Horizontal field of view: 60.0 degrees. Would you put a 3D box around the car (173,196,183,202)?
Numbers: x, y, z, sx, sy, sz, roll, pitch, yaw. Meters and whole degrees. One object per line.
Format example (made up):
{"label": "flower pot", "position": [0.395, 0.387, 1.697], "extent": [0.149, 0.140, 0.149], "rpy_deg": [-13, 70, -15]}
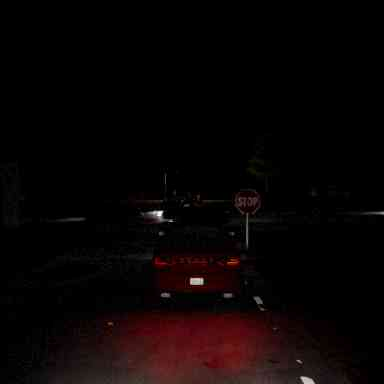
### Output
{"label": "car", "position": [-3.173, 1.614, 75.683], "extent": [1.994, 1.385, 4.181], "rpy_deg": [0, 0, 0]}

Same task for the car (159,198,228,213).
{"label": "car", "position": [0.294, 1.433, 25.184], "extent": [5.008, 1.535, 1.882], "rpy_deg": [-1, 0, 0]}

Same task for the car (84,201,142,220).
{"label": "car", "position": [-6.816, 1.586, 28.864], "extent": [4.892, 1.490, 1.837], "rpy_deg": [0, 1, 0]}

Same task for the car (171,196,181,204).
{"label": "car", "position": [-3.105, 1.516, 65.524], "extent": [1.882, 1.535, 5.008], "rpy_deg": [0, 0, 0]}

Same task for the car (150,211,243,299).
{"label": "car", "position": [0.121, 1.475, 8.524], "extent": [1.882, 1.535, 5.008], "rpy_deg": [0, 0, 1]}

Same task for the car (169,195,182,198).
{"label": "car", "position": [-3.070, 1.371, 53.521], "extent": [2.097, 1.767, 4.553], "rpy_deg": [0, 0, 0]}
